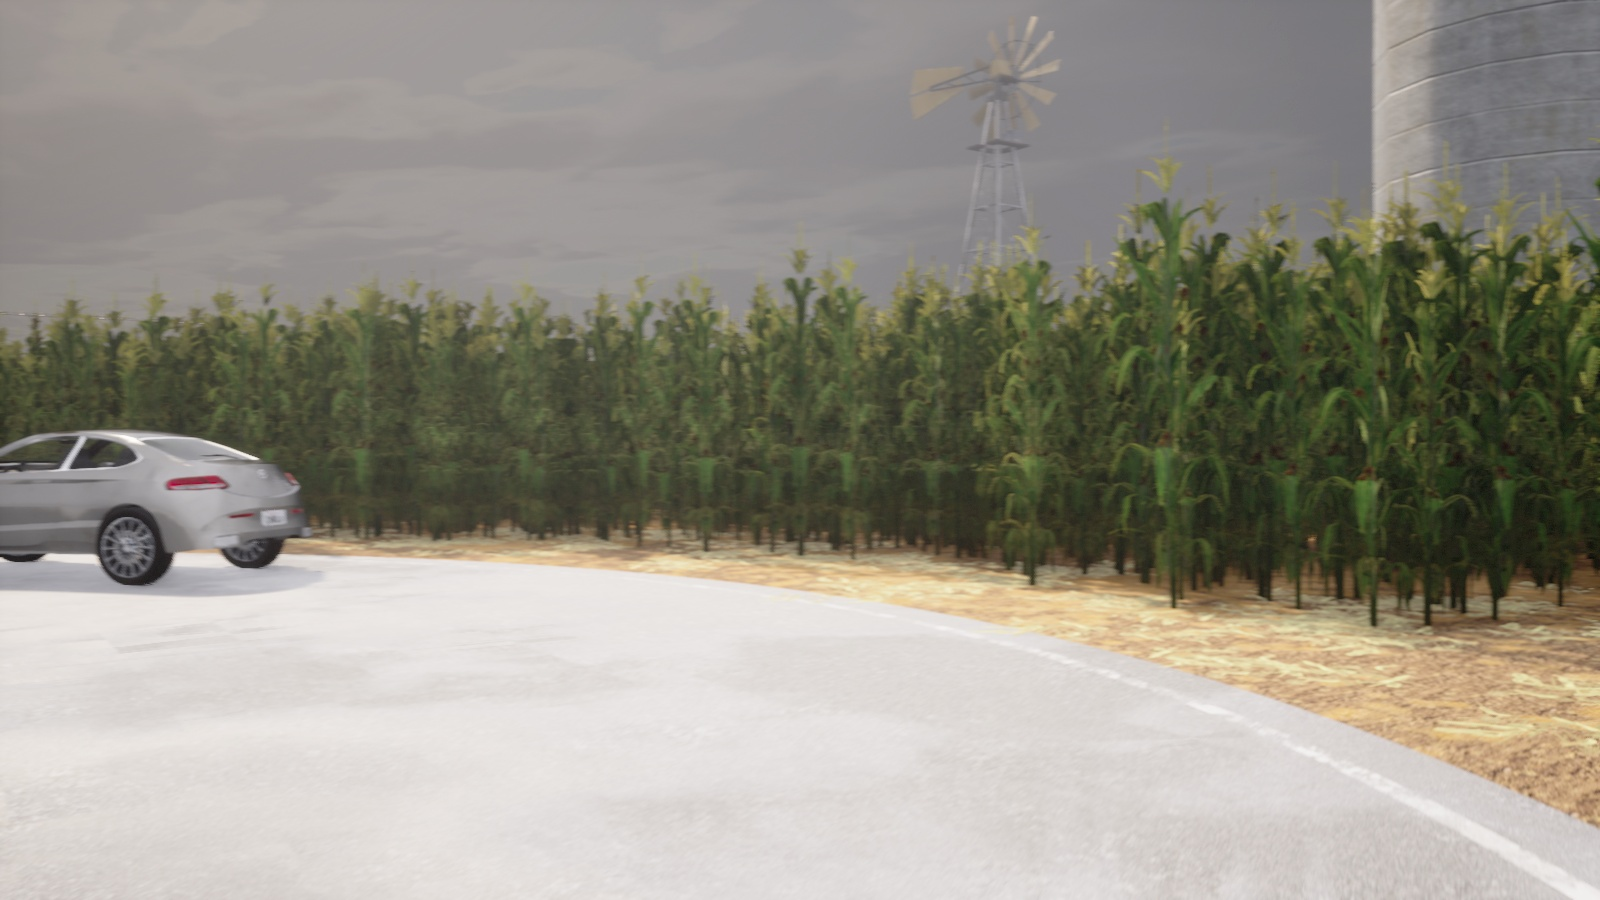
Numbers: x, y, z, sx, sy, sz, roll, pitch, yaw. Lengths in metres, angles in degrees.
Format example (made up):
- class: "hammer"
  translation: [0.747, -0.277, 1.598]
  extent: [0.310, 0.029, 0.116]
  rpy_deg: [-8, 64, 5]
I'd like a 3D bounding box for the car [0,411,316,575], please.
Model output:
- class: "car"
  translation: [-8.368, 0.423, 14.260]
  extent: [5.027, 1.651, 2.152]
  rpy_deg: [0, 0, 13]
